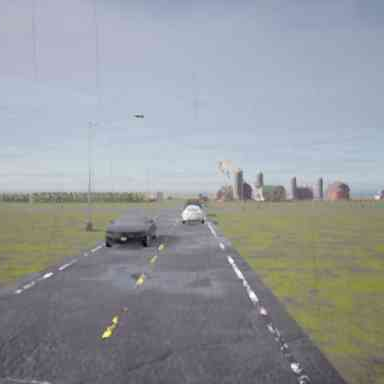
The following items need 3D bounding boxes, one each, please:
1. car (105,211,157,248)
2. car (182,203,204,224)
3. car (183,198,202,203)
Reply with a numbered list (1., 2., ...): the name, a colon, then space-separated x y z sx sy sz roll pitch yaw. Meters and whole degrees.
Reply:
1. car: -2.846 1.716 16.333 1.882 1.535 5.008 0 -1 0
2. car: 0.102 1.952 29.292 1.812 1.442 4.674 0 -1 0
3. car: 0.104 1.828 41.724 2.150 2.045 5.566 0 -1 0
